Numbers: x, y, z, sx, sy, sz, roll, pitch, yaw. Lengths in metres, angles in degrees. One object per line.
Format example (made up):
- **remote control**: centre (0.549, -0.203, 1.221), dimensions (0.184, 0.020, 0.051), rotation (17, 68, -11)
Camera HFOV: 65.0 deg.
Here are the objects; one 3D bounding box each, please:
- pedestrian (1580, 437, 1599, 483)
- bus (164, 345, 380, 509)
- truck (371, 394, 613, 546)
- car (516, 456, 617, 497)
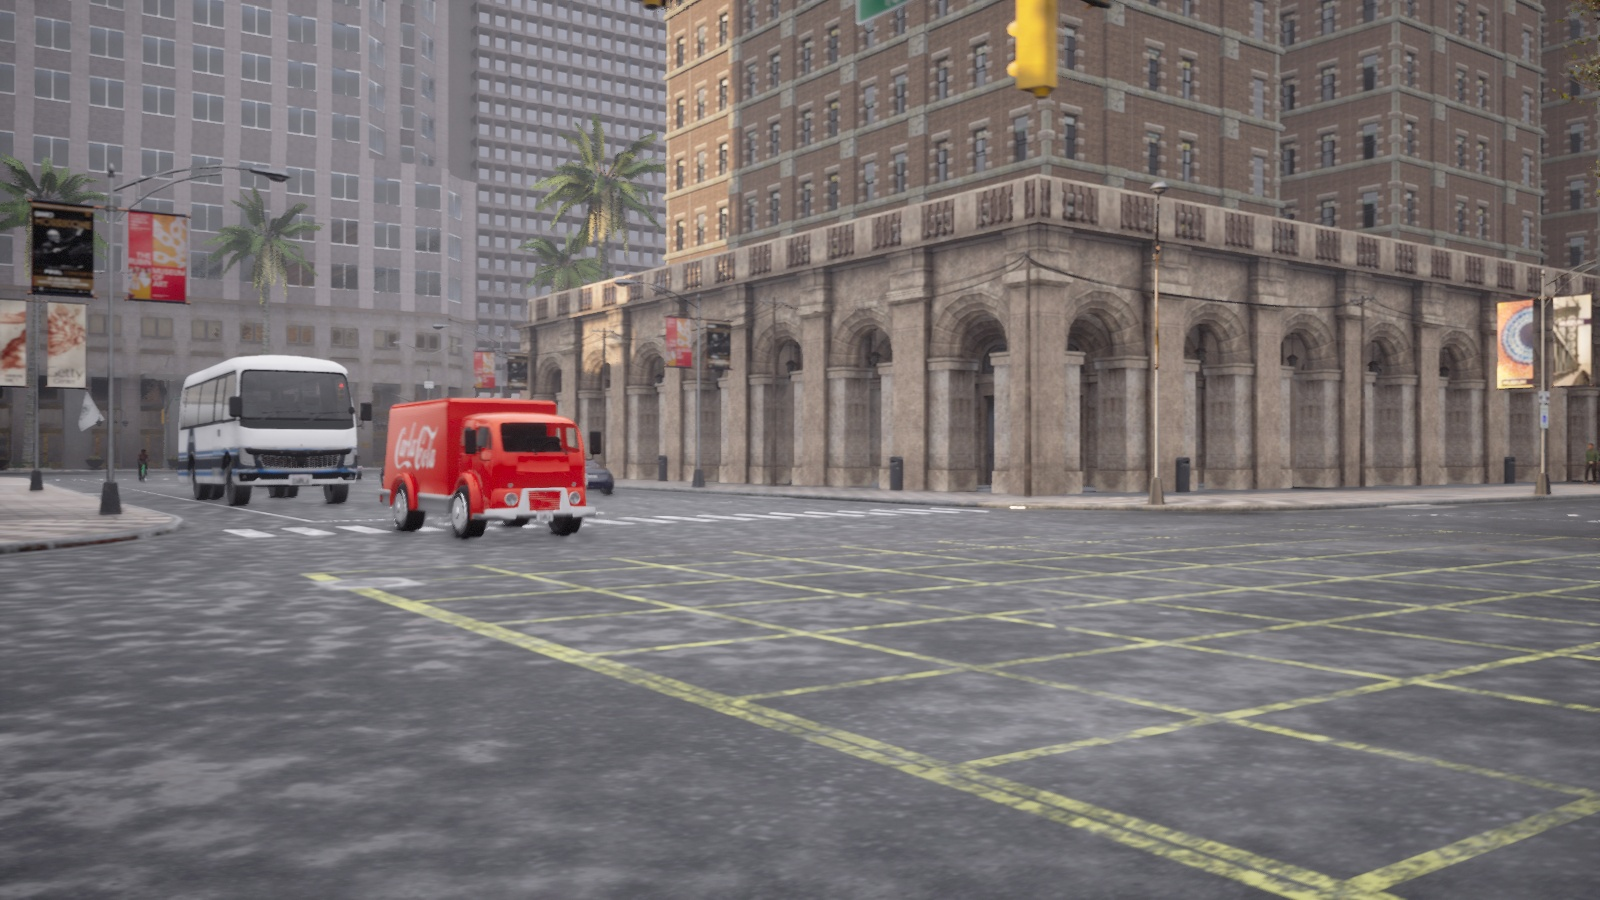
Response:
- **pedestrian**: centre (33.701, 0.433, 53.584), dimensions (0.788, 1.949, 0.423), rotation (0, 0, -35)
- **bus**: centre (-16.243, -0.505, 37.985), dimensions (3.944, 4.253, 10.273), rotation (0, -1, -35)
- **truck**: centre (-5.843, 0.322, 23.294), dimensions (2.627, 2.467, 5.204), rotation (0, 0, -35)
- **car**: centre (-8.439, 0.930, 45.126), dimensions (1.994, 1.385, 4.181), rotation (0, 0, -35)
